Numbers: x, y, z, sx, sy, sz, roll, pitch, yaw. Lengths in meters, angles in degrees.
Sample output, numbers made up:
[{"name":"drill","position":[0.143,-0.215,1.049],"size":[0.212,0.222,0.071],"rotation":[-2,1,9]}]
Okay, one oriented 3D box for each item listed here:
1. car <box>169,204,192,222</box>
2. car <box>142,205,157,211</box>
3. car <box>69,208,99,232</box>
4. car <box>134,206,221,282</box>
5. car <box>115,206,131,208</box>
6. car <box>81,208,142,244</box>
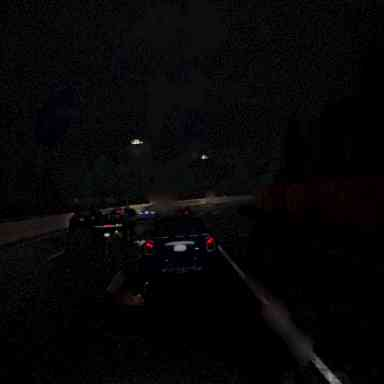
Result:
[{"name":"car","position":[-1.034,1.955,32.012],"size":[1.895,1.301,4.718],"rotation":[-3,-1,2]},{"name":"car","position":[-4.289,2.129,35.429],"size":[2.033,1.411,5.357],"rotation":[-3,0,4]},{"name":"car","position":[-8.059,2.077,26.330],"size":[2.097,1.767,4.553],"rotation":[-3,0,-1]},{"name":"car","position":[-0.411,1.473,10.596],"size":[2.097,1.767,4.553],"rotation":[-3,-1,-3]},{"name":"car","position":[-7.634,2.292,37.249],"size":[2.128,1.511,4.902],"rotation":[-4,0,5]},{"name":"car","position":[-4.316,1.922,18.756],"size":[2.128,1.511,4.902],"rotation":[-3,0,-3]}]
